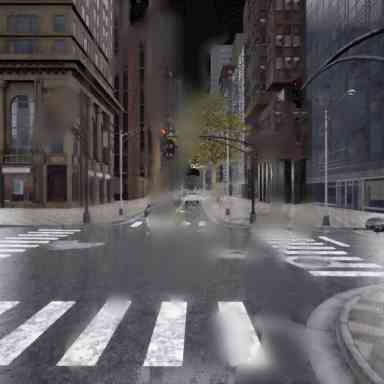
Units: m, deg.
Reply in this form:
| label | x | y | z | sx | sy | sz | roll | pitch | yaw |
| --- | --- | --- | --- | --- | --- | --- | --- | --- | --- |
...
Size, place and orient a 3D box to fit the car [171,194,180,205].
| label | x | y | z | sx | sy | sz | roll | pitch | yaw |
| --- | --- | --- | --- | --- | --- | --- | --- | --- | --- |
| car | -3.130 | 1.393 | 49.389 | 1.895 | 1.301 | 4.718 | 0 | 0 | 0 |

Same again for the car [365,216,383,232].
| label | x | y | z | sx | sy | sz | roll | pitch | yaw |
| --- | --- | --- | --- | --- | --- | --- | --- | --- | --- |
| car | 11.915 | 1.632 | 18.310 | 4.403 | 1.369 | 2.008 | 0 | 0 | 0 |

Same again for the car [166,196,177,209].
| label | x | y | z | sx | sy | sz | roll | pitch | yaw |
| --- | --- | --- | --- | --- | --- | --- | --- | --- | --- |
| car | -3.126 | 1.470 | 39.052 | 1.895 | 1.301 | 4.718 | 0 | 0 | 0 |

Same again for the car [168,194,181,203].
| label | x | y | z | sx | sy | sz | roll | pitch | yaw |
| --- | --- | --- | --- | --- | --- | --- | --- | --- | --- |
| car | -3.092 | 1.192 | 59.785 | 2.128 | 1.511 | 4.902 | 0 | 1 | 1 |

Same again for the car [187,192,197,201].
| label | x | y | z | sx | sy | sz | roll | pitch | yaw |
| --- | --- | --- | --- | --- | --- | --- | --- | --- | --- |
| car | -0.024 | 0.938 | 70.824 | 2.097 | 1.767 | 4.553 | 0 | 1 | 0 |

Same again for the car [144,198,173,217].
| label | x | y | z | sx | sy | sz | roll | pitch | yaw |
| --- | --- | --- | --- | --- | --- | --- | --- | --- | --- |
| car | -3.120 | 1.490 | 30.260 | 1.994 | 1.385 | 4.181 | 0 | 0 | 0 |

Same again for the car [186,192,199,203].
| label | x | y | z | sx | sy | sz | roll | pitch | yaw |
| --- | --- | --- | --- | --- | --- | --- | --- | --- | --- |
| car | 0.057 | 0.926 | 59.098 | 2.150 | 2.045 | 5.566 | 0 | 0 | 0 |
